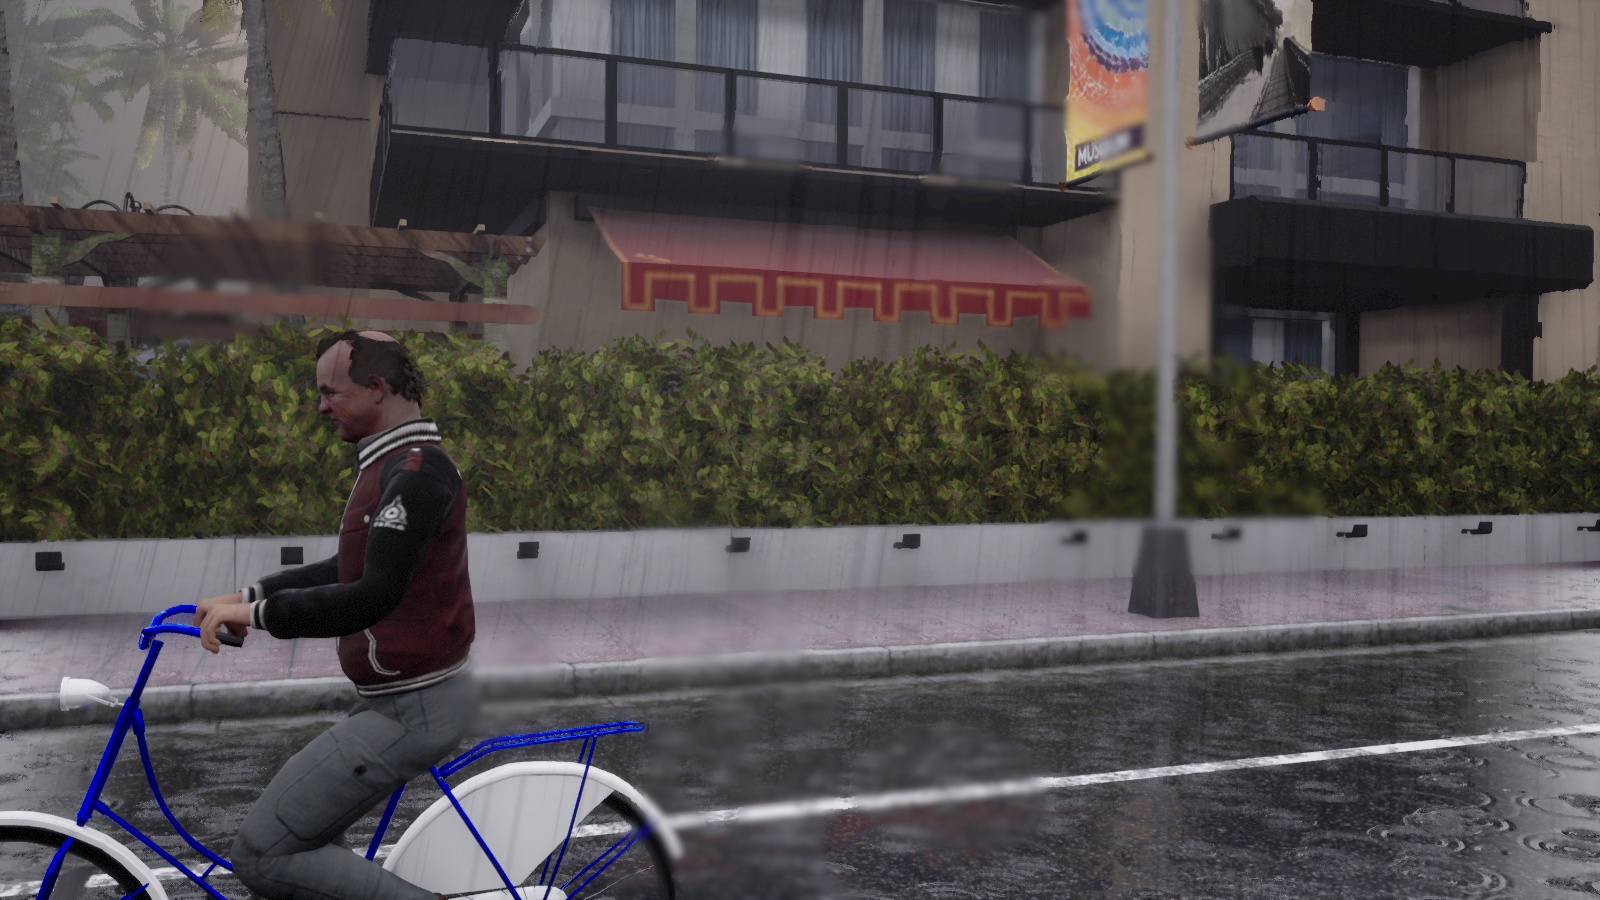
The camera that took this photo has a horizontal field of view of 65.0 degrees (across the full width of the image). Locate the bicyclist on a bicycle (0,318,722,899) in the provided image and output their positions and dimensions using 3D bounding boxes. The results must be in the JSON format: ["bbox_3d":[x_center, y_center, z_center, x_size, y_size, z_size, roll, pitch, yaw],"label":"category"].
[{"bbox_3d":[-1.157,0.636,2.793,1.843,1.776,0.659,-1,1,-21],"label":"bicyclist on a bicycle"}]
